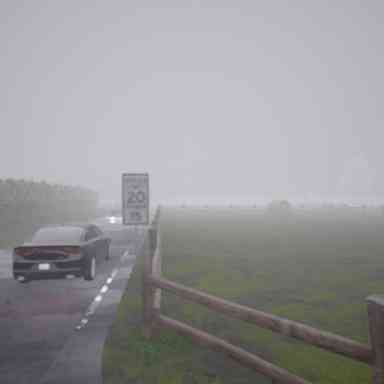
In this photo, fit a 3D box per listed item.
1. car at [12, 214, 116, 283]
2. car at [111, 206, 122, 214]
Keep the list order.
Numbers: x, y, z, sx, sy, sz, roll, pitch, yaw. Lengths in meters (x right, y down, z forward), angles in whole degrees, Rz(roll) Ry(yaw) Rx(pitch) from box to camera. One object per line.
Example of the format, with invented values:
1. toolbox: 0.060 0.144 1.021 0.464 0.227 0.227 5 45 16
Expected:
1. car: -3.759 1.671 10.393 1.882 1.535 5.008 -1 -1 -5
2. car: -9.800 2.496 45.141 1.895 1.301 4.718 -1 -1 -5
